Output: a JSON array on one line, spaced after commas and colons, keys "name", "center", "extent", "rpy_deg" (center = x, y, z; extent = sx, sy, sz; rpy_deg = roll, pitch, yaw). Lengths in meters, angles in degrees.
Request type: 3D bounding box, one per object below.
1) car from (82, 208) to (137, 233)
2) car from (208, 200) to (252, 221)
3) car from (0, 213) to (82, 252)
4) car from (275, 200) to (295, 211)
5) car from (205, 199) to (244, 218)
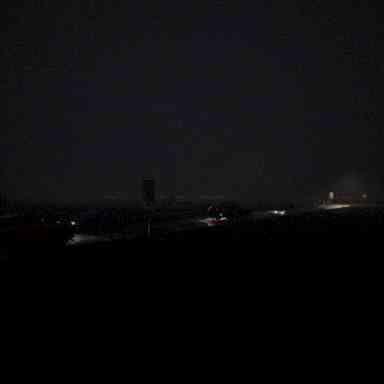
[{"name": "car", "center": [-5.912, 1.711, 21.421], "extent": [2.033, 1.411, 5.357], "rpy_deg": [-1, -1, 35]}, {"name": "car", "center": [3.869, 1.750, 30.546], "extent": [2.128, 1.511, 4.902], "rpy_deg": [-1, -1, 35]}, {"name": "car", "center": [-7.287, 1.637, 14.422], "extent": [1.994, 1.385, 4.181], "rpy_deg": [-1, -1, 35]}, {"name": "car", "center": [13.993, 2.011, 49.999], "extent": [2.128, 1.511, 4.902], "rpy_deg": [-1, -1, 35]}, {"name": "car", "center": [3.519, 1.669, 35.037], "extent": [2.097, 1.767, 4.553], "rpy_deg": [-1, -1, 35]}]
